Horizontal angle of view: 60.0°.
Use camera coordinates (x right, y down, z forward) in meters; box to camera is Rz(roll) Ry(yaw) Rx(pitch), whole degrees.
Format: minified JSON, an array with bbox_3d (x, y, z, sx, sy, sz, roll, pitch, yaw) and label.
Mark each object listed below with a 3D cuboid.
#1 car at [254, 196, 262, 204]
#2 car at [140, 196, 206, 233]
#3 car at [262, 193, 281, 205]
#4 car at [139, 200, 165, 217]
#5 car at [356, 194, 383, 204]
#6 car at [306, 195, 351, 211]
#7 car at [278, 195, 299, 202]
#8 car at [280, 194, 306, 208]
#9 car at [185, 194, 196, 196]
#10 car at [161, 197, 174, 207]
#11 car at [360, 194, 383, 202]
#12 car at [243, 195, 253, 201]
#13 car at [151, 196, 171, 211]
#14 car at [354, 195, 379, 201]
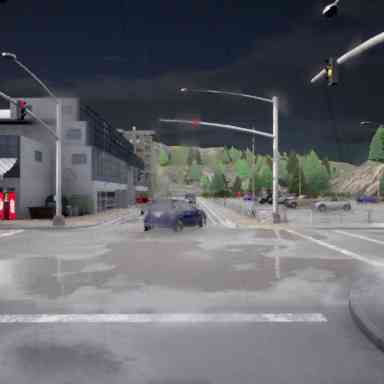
[{"bbox_3d":[13.467,1.112,56.657,4.605,1.855,1.932,0,0,0],"label":"car"},{"bbox_3d":[-0.875,1.284,19.241,2.097,1.767,4.553,-2,-2,26],"label":"car"},{"bbox_3d":[13.894,1.092,53.753,3.866,1.878,1.905,0,0,0],"label":"car"},{"bbox_3d":[-3.755,1.564,32.046,1.994,1.385,4.181,0,0,0],"label":"car"},{"bbox_3d":[31.998,1.334,60.363,3.633,1.501,1.845,0,0,0],"label":"car"},{"bbox_3d":[14.316,1.247,34.543,3.806,1.475,1.970,0,0,0],"label":"car"},{"bbox_3d":[20.944,1.399,72.299,3.806,1.475,1.970,0,0,0],"label":"car"},{"bbox_3d":[13.960,1.169,40.959,5.027,1.636,2.152,0,0,0],"label":"car"},{"bbox_3d":[-0.291,1.547,58.011,2.033,1.411,5.357,0,0,0],"label":"car"},{"bbox_3d":[-3.838,1.525,52.277,1.812,1.442,4.674,0,0,-1],"label":"car"},{"bbox_3d":[39.611,1.345,72.248,5.027,1.636,2.152,0,0,0],"label":"car"},{"bbox_3d":[13.509,1.388,75.241,3.633,1.501,1.845,0,0,0],"label":"car"},{"bbox_3d":[-3.800,1.351,41.199,2.097,1.767,4.553,0,0,0],"label":"car"},{"bbox_3d":[39.542,1.354,75.384,4.514,1.523,2.007,0,0,0],"label":"car"}]
